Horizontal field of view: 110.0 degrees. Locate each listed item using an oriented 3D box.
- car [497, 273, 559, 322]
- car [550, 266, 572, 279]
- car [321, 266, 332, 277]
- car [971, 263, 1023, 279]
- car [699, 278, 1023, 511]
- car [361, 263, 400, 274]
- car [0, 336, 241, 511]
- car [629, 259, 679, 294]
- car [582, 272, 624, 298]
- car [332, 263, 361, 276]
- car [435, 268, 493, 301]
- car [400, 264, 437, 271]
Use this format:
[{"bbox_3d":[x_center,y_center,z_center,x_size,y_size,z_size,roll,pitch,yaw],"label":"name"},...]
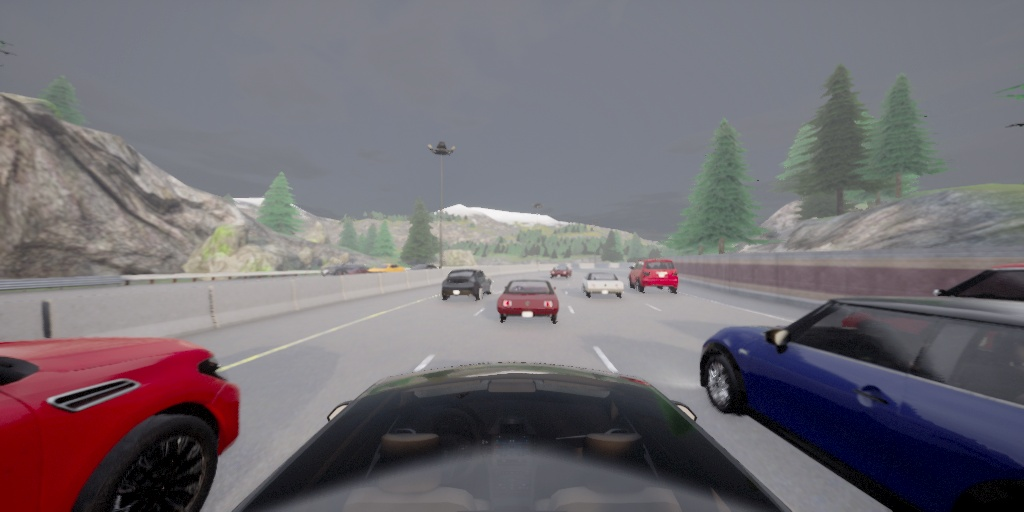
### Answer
[{"bbox_3d":[0.642,1.470,12.857,1.895,1.301,4.718,0,-1,5],"label":"car"},{"bbox_3d":[5.417,1.764,39.011,1.895,1.301,4.718,0,-1,16],"label":"car"},{"bbox_3d":[-19.544,1.563,41.023,2.128,1.511,4.902,0,-1,15],"label":"car"},{"bbox_3d":[7.178,1.031,4.269,2.150,2.045,5.566,0,-1,1],"label":"car"},{"bbox_3d":[3.697,1.135,3.244,2.097,1.767,4.553,0,-1,0],"label":"car"},{"bbox_3d":[-13.197,1.542,37.628,1.882,1.535,5.008,0,-1,14],"label":"car"},{"bbox_3d":[-3.343,0.946,0.622,2.150,2.045,5.566,0,-1,0],"label":"car"},{"bbox_3d":[8.977,1.235,23.097,2.150,2.045,5.566,0,-1,9],"label":"car"},{"bbox_3d":[5.034,1.569,20.448,1.895,1.301,4.718,0,-1,8],"label":"car"},{"bbox_3d":[-16.603,1.621,38.319,1.994,1.385,4.181,0,-1,14],"label":"car"},{"bbox_3d":[-2.230,1.422,18.693,1.837,1.490,4.892,0,-1,7],"label":"car"},{"bbox_3d":[-9.485,1.591,38.045,1.837,1.490,4.892,0,-1,15],"label":"car"}]
